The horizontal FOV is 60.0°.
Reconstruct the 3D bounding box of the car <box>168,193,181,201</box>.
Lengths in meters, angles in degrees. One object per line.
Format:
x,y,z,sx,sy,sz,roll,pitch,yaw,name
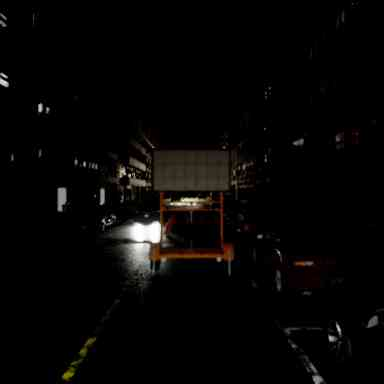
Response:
-3.105,1.180,66.078,1.812,1.442,4.674,0,0,0,car

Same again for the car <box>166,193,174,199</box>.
-5.806,0.980,87.288,1.967,1.590,4.097,0,0,0,car

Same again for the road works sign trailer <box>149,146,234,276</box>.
-0.012,0.414,10.148,2.380,3.560,2.880,0,0,0,road works sign trailer

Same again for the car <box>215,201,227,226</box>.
2.667,1.452,19.660,2.008,1.369,4.403,0,0,0,car

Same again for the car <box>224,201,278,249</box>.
2.674,1.370,14.024,1.967,1.590,4.097,0,0,0,car

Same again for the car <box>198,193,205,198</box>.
2.566,1.053,92.933,1.887,1.381,4.507,0,0,0,car

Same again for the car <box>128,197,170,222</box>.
-3.132,1.363,25.315,2.128,1.511,4.902,0,0,0,car

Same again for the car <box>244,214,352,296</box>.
2.682,1.503,8.388,1.887,1.381,4.507,0,0,0,car

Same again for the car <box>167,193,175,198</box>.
-5.814,1.053,92.926,1.887,1.381,4.507,0,0,0,car

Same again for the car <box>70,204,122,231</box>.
-5.714,1.467,19.652,1.947,1.339,4.313,0,0,0,car

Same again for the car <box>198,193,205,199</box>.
2.581,1.095,81.830,1.752,1.417,4.829,0,0,0,car

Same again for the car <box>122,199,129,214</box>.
-5.729,1.369,30.755,1.752,1.417,4.829,0,0,0,car

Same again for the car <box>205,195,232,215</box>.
2.652,1.158,30.932,2.192,1.841,5.009,0,0,0,car

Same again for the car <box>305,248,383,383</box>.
2.689,1.552,2.752,1.947,1.339,4.313,0,0,0,car

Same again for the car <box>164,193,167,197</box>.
-5.759,1.038,53.470,2.192,1.841,5.009,0,0,0,car

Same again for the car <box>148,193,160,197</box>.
-5.753,1.193,47.835,1.967,1.590,4.097,0,0,0,car
